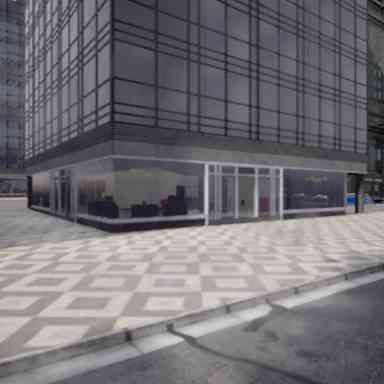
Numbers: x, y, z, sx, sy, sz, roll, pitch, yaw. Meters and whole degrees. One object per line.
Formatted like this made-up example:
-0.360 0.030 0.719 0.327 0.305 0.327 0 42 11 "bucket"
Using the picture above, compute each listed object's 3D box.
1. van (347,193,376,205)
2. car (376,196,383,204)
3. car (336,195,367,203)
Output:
24.409 1.061 49.321 1.690 1.788 3.998 1 0 -35 "van"
31.373 1.279 54.237 1.947 1.339 4.313 1 0 -35 "car"
28.140 1.188 58.829 1.887 1.381 4.507 1 0 -35 "car"
